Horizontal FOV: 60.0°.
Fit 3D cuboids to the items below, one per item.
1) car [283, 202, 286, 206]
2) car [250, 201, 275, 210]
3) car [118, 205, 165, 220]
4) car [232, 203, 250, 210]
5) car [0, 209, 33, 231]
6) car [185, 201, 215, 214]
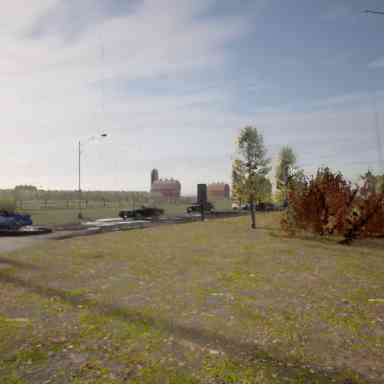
[{"bbox_3d":[18.596,1.784,61.720,2.150,2.045,5.566,-1,-1,31],"label":"car"},{"bbox_3d":[10.725,1.914,48.881,1.837,1.490,4.892,-1,-2,32],"label":"car"},{"bbox_3d":[-4.683,1.864,31.128,1.895,1.301,4.718,-1,-1,32],"label":"car"},{"bbox_3d":[8.156,1.716,51.681,2.150,2.045,5.566,-1,-1,32],"label":"car"},{"bbox_3d":[-12.115,1.660,19.348,2.033,1.411,5.357,-1,-2,32],"label":"car"},{"bbox_3d":[1.062,1.872,40.309,1.837,1.490,4.892,-1,-1,32],"label":"car"}]
